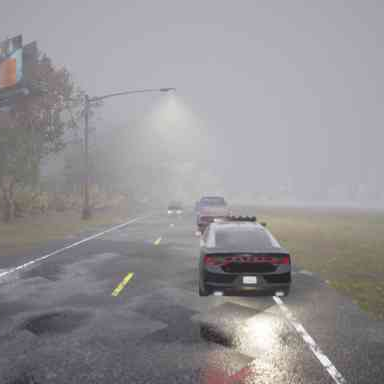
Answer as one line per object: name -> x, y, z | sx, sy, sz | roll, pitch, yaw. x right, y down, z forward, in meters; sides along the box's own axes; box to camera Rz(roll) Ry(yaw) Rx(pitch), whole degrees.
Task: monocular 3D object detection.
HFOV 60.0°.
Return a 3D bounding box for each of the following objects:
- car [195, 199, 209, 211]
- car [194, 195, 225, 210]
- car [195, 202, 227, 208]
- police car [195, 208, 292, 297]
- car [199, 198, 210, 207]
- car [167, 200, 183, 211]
car -> 1.442, 1.779, 46.570 | 1.812, 1.442, 4.674 | 0, -1, 4
car -> 1.465, 1.303, 24.630 | 2.150, 2.045, 5.566 | 0, 0, 2
car -> 1.292, 1.525, 18.621 | 1.882, 1.535, 5.008 | 0, 0, 1
police car -> 1.109, 1.438, 8.766 | 1.930, 1.638, 5.238 | 0, 0, 1
car -> 2.265, 1.848, 59.382 | 1.882, 1.535, 5.008 | 0, -1, 4
car -> -2.222, 1.792, 45.566 | 2.033, 1.411, 5.357 | 0, -1, 3
